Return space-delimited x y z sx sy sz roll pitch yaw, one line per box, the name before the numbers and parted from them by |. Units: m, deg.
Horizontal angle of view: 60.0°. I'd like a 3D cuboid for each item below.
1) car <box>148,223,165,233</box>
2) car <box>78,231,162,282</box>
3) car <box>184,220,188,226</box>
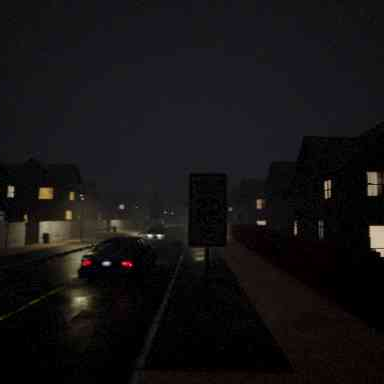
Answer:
car | -4.718 4.844 44.580 2.033 1.411 5.357 1 -4 1
car | -2.527 2.381 12.428 2.033 1.411 5.357 1 -4 1
car | -1.126 8.620 93.174 2.097 1.767 4.553 1 -5 1
